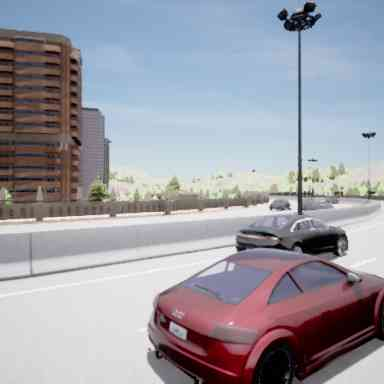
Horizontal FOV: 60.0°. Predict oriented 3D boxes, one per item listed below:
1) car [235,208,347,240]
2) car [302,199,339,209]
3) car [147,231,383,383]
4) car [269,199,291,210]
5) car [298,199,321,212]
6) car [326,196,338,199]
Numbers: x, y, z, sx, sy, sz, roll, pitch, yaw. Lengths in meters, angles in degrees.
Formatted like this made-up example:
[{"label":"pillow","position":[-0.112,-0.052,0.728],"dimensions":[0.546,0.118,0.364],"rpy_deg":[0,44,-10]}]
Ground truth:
[{"label":"car","position":[3.564,1.533,11.405],"dimensions":[4.902,1.511,2.128],"rpy_deg":[0,0,-41]},{"label":"car","position":[12.360,1.674,31.604],"dimensions":[1.994,1.385,4.181],"rpy_deg":[0,0,36]},{"label":"car","position":[1.428,1.583,5.092],"dimensions":[4.181,1.385,1.994],"rpy_deg":[0,0,-37]},{"label":"car","position":[11.337,1.660,42.634],"dimensions":[1.837,1.490,4.892],"rpy_deg":[0,0,31]},{"label":"car","position":[14.634,1.671,41.340],"dimensions":[1.812,1.442,4.674],"rpy_deg":[0,0,30]},{"label":"car","position":[29.042,1.557,68.915],"dimensions":[2.097,1.767,4.553],"rpy_deg":[0,0,12]}]
